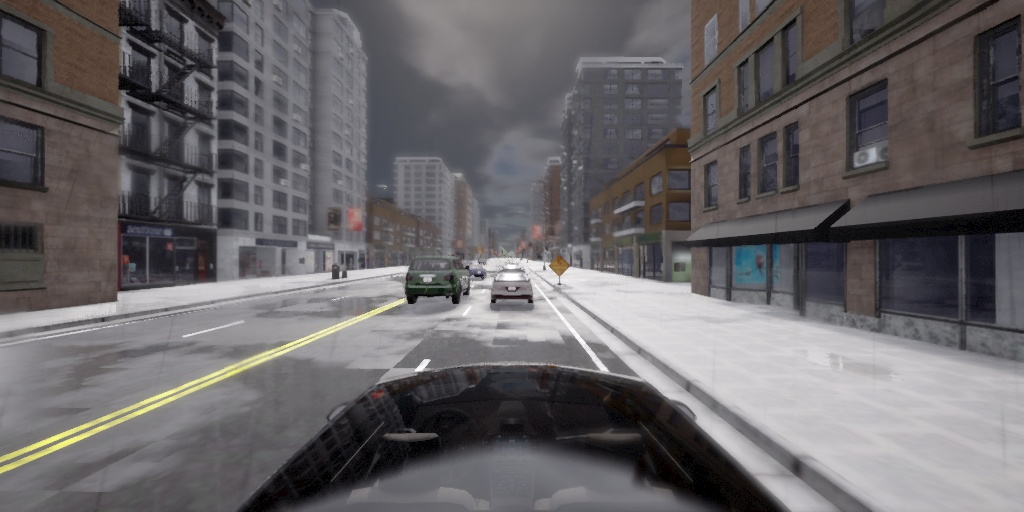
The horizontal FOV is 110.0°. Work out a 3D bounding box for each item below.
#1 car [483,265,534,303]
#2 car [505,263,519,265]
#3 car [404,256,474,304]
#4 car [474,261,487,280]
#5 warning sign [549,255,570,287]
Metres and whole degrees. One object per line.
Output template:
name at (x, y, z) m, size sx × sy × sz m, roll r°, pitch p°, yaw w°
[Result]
car at (0.000, 1.317, 16.500) m, size 2.033 × 1.411 × 5.357 m, roll 0°, pitch 0°, yaw 0°
car at (0.000, 1.321, 31.500) m, size 2.033 × 1.411 × 5.357 m, roll 0°, pitch 0°, yaw 0°
car at (-3.250, 1.011, 16.530) m, size 2.150 × 2.045 × 5.566 m, roll 0°, pitch 0°, yaw 0°
car at (-3.250, 1.375, 31.530) m, size 1.895 × 1.301 × 4.718 m, roll 0°, pitch 0°, yaw 0°
warning sign at (2.850, 0.869, 21.523) m, size 1.300 × 1.860 × 1.060 m, roll 0°, pitch 0°, yaw 0°
